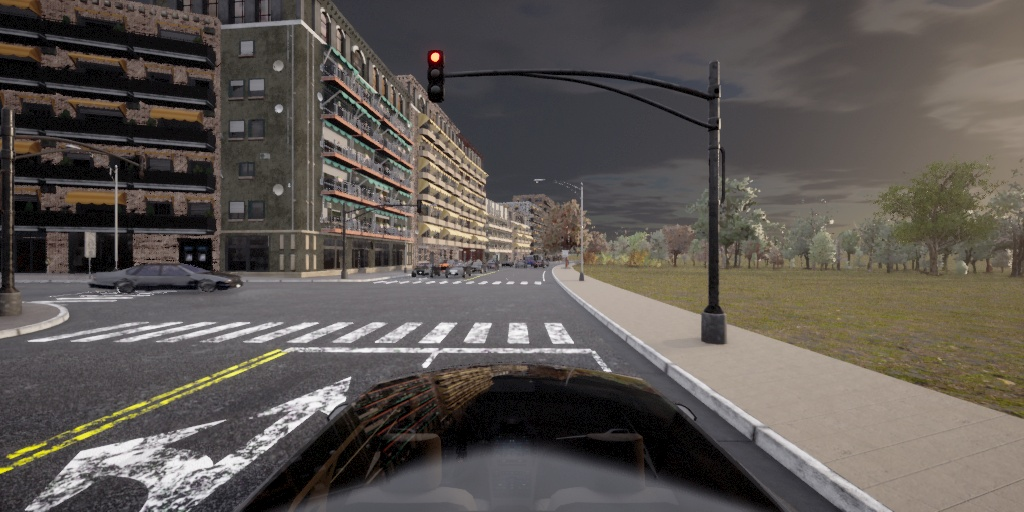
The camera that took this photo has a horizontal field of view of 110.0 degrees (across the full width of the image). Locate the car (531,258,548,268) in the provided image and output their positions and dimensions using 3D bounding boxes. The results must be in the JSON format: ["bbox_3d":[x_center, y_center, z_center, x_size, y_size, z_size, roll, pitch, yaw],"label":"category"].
[{"bbox_3d":[5.019,1.447,64.915,1.837,1.490,4.892,0,0,9],"label":"car"}]

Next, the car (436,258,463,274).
[{"bbox_3d":[-7.579,1.195,43.767,2.097,1.767,4.553,0,0,6],"label":"car"}]

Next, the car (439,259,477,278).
[{"bbox_3d":[-5.131,1.301,34.976,2.128,1.511,4.902,0,0,5],"label":"car"}]

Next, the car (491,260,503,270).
[{"bbox_3d":[-3.114,1.449,54.176,1.994,1.385,4.181,0,0,7],"label":"car"}]

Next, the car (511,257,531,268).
[{"bbox_3d":[1.739,1.432,64.969,2.128,1.511,4.902,0,0,9],"label":"car"}]

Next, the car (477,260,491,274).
[{"bbox_3d":[-4.267,1.350,44.279,1.837,1.490,4.892,0,0,6],"label":"car"}]

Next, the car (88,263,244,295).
[{"bbox_3d":[-16.399,1.069,17.327,5.357,1.411,2.033,1,0,-19],"label":"car"}]

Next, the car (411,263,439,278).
[{"bbox_3d":[-8.361,1.374,35.347,1.994,1.385,4.181,0,0,5],"label":"car"}]
